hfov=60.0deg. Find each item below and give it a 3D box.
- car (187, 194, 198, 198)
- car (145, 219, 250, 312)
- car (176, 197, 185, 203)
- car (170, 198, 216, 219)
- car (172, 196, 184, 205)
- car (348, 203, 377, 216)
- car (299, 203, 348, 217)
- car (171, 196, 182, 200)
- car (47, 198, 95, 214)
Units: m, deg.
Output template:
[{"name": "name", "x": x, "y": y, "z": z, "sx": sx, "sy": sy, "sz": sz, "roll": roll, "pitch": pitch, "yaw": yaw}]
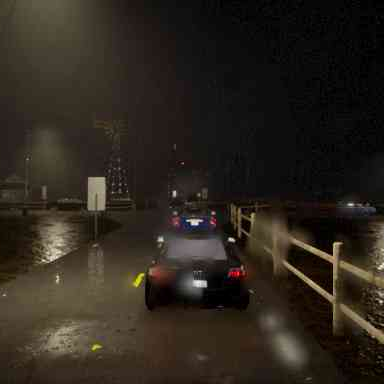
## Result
[{"name": "car", "x": 0.094, "y": 1.570, "z": 77.611, "sx": 2.150, "sy": 2.045, "sz": 5.566, "roll": 0, "pitch": 0, "yaw": 0}, {"name": "car", "x": 0.106, "y": 1.573, "z": 7.804, "sx": 1.994, "sy": 1.385, "sz": 4.181, "roll": 0, "pitch": 0, "yaw": 0}, {"name": "car", "x": -2.658, "y": 1.933, "z": 76.635, "sx": 1.895, "sy": 1.301, "sz": 4.718, "roll": 0, "pitch": 0, "yaw": 0}, {"name": "car", "x": 0.115, "y": 1.380, "z": 16.447, "sx": 2.097, "sy": 1.767, "sz": 4.553, "roll": 0, "pitch": 0, "yaw": 0}, {"name": "car", "x": -2.702, "y": 1.613, "z": 66.416, "sx": 2.097, "sy": 1.767, "sz": 4.553, "roll": 0, "pitch": 0, "yaw": 1}, {"name": "car", "x": 17.892, "y": 1.950, "z": 37.724, "sx": 5.357, "sy": 1.411, "sz": 2.033, "roll": 1, "pitch": -2, "yaw": 0}, {"name": "car", "x": 13.157, "y": 1.788, "z": 34.032, "sx": 4.181, "sy": 1.385, "sz": 1.994, "roll": 1, "pitch": -2, "yaw": 0}, {"name": "car", "x": -2.757, "y": 1.677, "z": 57.167, "sx": 1.882, "sy": 1.535, "sz": 5.008, "roll": 0, "pitch": 0, "yaw": 0}, {"name": "car", "x": -12.022, "y": 1.348, "z": 33.554, "sx": 5.008, "sy": 1.535, "sz": 1.882, "roll": 0, "pitch": -2, "yaw": 9}]
